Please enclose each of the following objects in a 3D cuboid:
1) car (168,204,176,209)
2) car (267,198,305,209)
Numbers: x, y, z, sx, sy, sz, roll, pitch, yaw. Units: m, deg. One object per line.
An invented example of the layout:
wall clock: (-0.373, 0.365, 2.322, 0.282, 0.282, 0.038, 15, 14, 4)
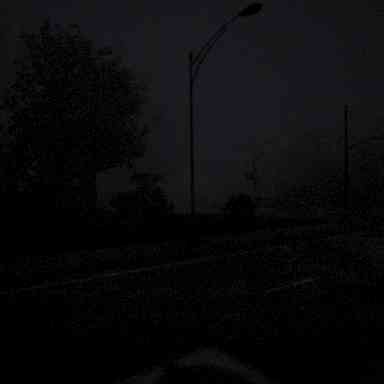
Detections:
car: (-4.692, 2.783, 58.120, 1.895, 1.301, 4.718, -1, -2, -32)
car: (12.489, 1.573, 44.492, 2.033, 1.411, 5.357, -1, -2, -33)
